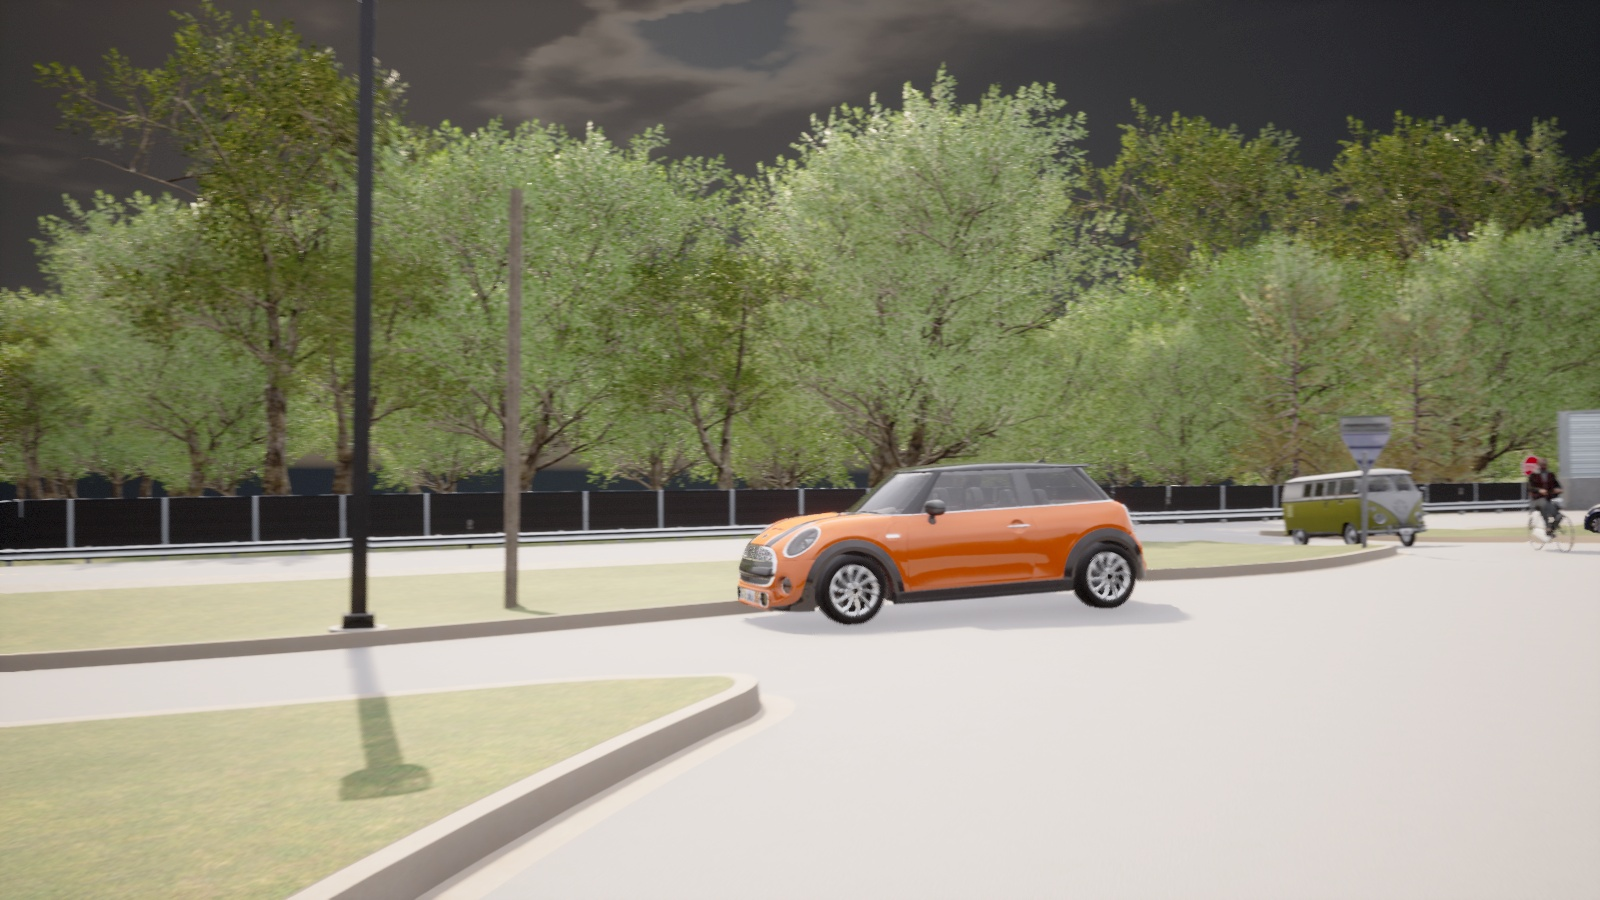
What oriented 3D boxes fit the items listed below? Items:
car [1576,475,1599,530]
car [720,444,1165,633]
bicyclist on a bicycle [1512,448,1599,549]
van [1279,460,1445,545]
[{"bbox_3d":[24.649,1.489,35.778,1.851,1.617,3.988,0,-2,-20],"label":"car"},{"bbox_3d":[1.580,0.939,14.469,4.553,1.767,2.097,-2,-2,-17],"label":"car"},{"bbox_3d":[13.928,0.899,23.174,0.659,1.776,1.843,-2,-2,8],"label":"bicyclist on a bicycle"},{"bbox_3d":[14.556,1.443,32.826,1.775,1.987,4.442,-3,-4,-7],"label":"van"}]
